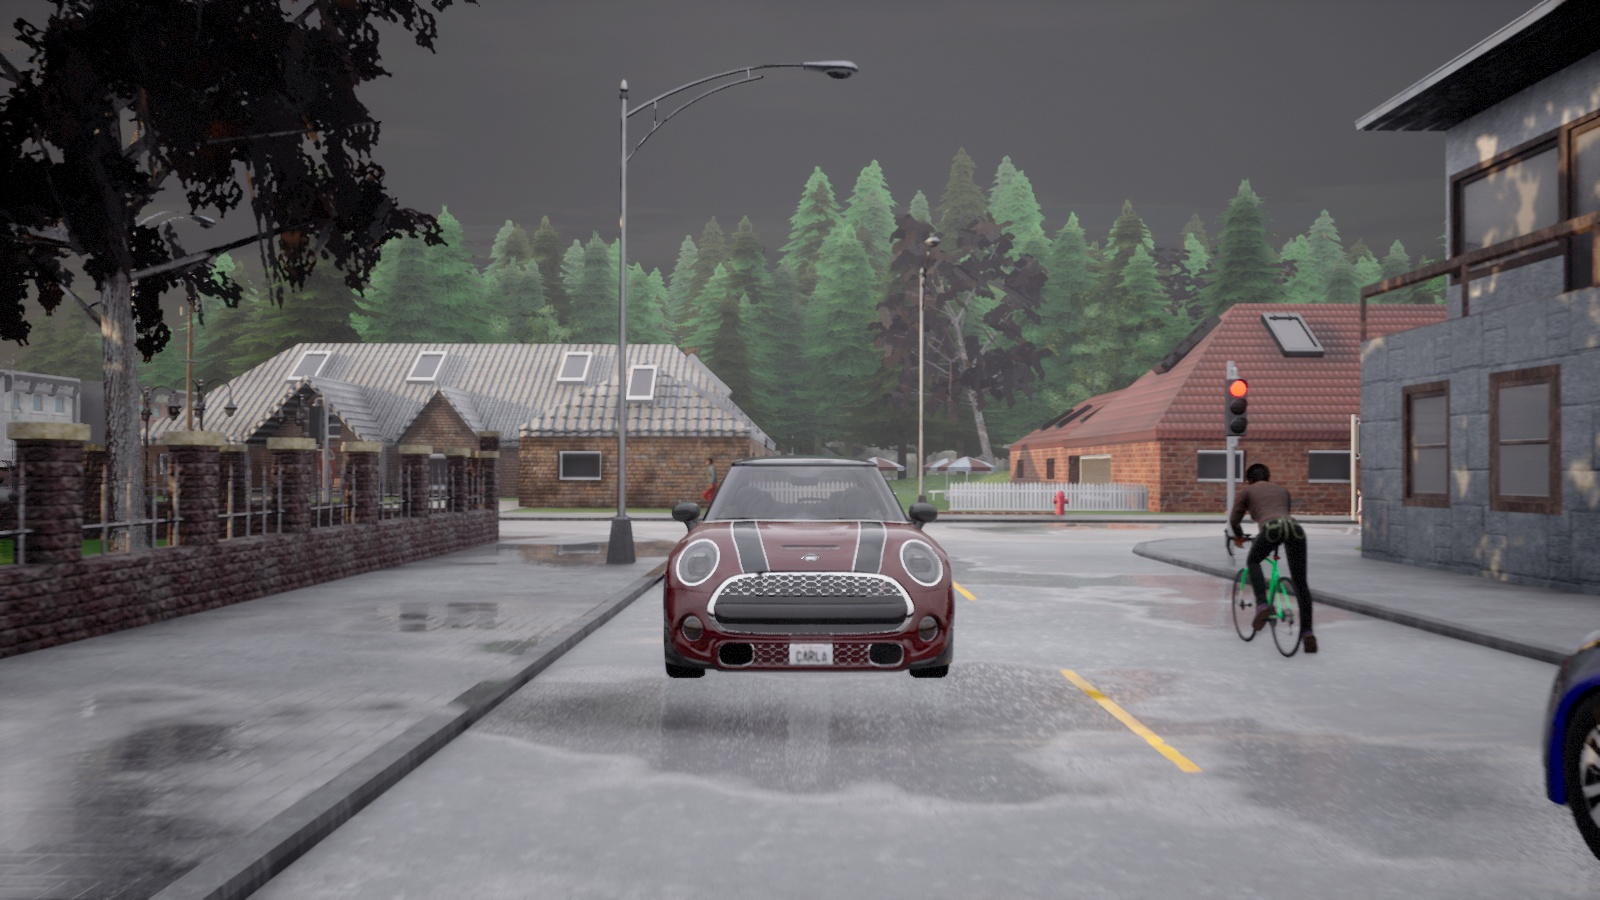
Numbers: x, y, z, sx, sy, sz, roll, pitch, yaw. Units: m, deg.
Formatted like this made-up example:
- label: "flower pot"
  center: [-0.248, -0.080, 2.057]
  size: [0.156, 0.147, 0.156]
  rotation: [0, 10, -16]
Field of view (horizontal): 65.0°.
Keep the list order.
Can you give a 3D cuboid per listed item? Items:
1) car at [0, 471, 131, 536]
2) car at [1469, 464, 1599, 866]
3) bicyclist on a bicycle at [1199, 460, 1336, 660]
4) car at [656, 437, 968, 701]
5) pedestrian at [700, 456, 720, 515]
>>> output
- label: "car"
  center: [-19.312, 1.299, 30.988]
  size: [4.514, 1.525, 2.007]
  rotation: [0, -1, -1]
- label: "car"
  center: [4.028, 0.793, 3.431]
  size: [2.007, 1.525, 4.514]
  rotation: [0, -1, 0]
- label: "bicyclist on a bicycle"
  center: [4.068, 0.913, 11.055]
  size: [0.582, 1.620, 1.656]
  rotation: [0, -1, 0]
- label: "car"
  center: [0.034, 0.829, 10.744]
  size: [2.097, 1.767, 4.553]
  rotation: [0, -1, -1]
- label: "pedestrian"
  center: [-2.820, 1.119, 39.433]
  size: [0.614, 1.847, 0.353]
  rotation: [0, -1, -2]
